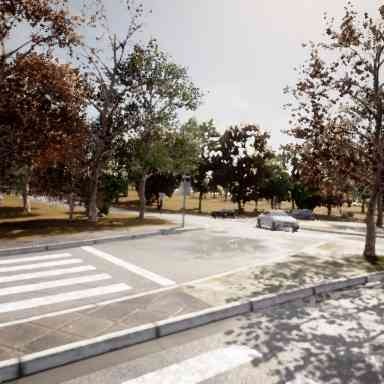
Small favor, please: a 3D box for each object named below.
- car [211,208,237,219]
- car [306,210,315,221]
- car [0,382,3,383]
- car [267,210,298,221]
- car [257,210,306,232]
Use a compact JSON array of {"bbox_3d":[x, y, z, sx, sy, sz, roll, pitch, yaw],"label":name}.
[{"bbox_3d":[4.071,2.719,42.279,1.895,1.301,4.718,2,-3,28],"label":"car"},{"bbox_3d":[17.124,3.587,52.979,4.553,1.767,2.097,4,-2,-13],"label":"car"},{"bbox_3d":[-2.745,1.562,1.061,4.181,1.385,1.994,0,0,-36],"label":"car"},{"bbox_3d":[12.945,3.365,47.568,4.181,1.385,1.994,4,-3,-32],"label":"car"},{"bbox_3d":[6.332,2.098,25.019,1.812,1.442,4.674,3,-2,-9],"label":"car"}]
